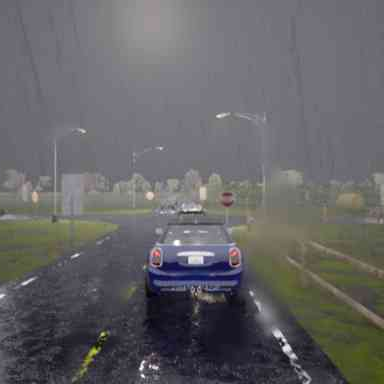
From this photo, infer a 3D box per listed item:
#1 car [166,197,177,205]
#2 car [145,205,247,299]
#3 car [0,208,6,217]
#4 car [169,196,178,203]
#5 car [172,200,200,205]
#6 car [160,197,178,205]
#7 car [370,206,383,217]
[{"bbox_3d":[-3.705,1.625,61.608,1.882,1.535,5.008,0,0,-1],"label":"car"},{"bbox_3d":[0.070,1.377,8.710,2.097,1.767,4.553,0,0,0],"label":"car"},{"bbox_3d":[-19.089,1.640,29.780,4.181,1.385,1.994,0,0,2],"label":"car"},{"bbox_3d":[-4.066,1.709,73.898,2.033,1.411,5.357,0,0,-2],"label":"car"},{"bbox_3d":[-0.034,1.559,22.388,2.128,1.511,4.902,0,0,-1],"label":"car"},{"bbox_3d":[-3.386,1.624,47.018,1.837,1.490,4.892,0,0,-1],"label":"car"},{"bbox_3d":[18.011,1.576,28.533,4.902,1.511,2.128,0,0,11],"label":"car"}]
